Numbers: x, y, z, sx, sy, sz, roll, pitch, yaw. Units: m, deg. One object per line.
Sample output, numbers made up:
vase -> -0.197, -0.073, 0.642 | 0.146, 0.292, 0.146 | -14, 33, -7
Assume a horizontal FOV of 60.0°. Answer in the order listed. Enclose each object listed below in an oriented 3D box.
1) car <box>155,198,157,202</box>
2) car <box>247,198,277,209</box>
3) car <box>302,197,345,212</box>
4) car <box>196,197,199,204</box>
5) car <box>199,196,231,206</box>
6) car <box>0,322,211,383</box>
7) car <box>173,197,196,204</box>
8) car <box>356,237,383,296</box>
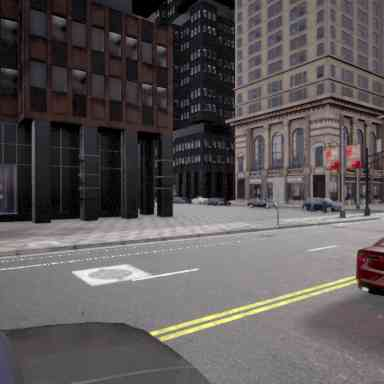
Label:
car -> -6.703, 1.595, 73.909 | 2.128, 1.511, 4.902 | 0, 0, -35
car -> 9.673, 1.525, 45.363 | 2.128, 1.511, 4.902 | 0, 0, -35
car -> 14.948, 1.376, 37.897 | 2.097, 1.767, 4.553 | 0, 0, -35
car -> 1.381, 1.575, 62.642 | 1.812, 1.442, 4.674 | 0, 0, -36
car -> 3.982, 1.594, 53.429 | 2.033, 1.411, 5.357 | 0, 0, -35
car -> -2.334, 1.548, 1.779 | 5.357, 1.411, 2.033 | 0, 0, -35
car -> -2.128, 1.608, 62.138 | 2.033, 1.411, 5.357 | 0, 0, -35
car -> 5.681, 1.477, 7.494 | 5.008, 1.535, 1.882 | 0, 0, -36
